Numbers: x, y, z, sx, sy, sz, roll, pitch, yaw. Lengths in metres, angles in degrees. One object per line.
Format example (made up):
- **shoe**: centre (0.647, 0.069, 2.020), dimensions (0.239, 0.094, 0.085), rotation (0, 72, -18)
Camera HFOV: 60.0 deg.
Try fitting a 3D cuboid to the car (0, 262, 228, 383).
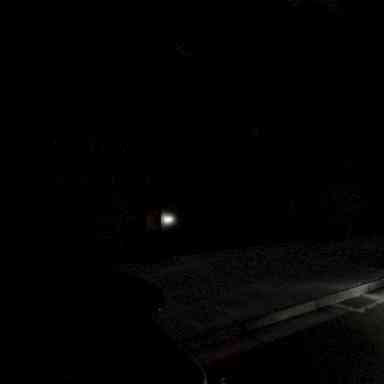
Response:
- **car**: centre (-1.883, 1.350, 1.420), dimensions (4.553, 1.767, 2.097), rotation (1, 0, -36)
